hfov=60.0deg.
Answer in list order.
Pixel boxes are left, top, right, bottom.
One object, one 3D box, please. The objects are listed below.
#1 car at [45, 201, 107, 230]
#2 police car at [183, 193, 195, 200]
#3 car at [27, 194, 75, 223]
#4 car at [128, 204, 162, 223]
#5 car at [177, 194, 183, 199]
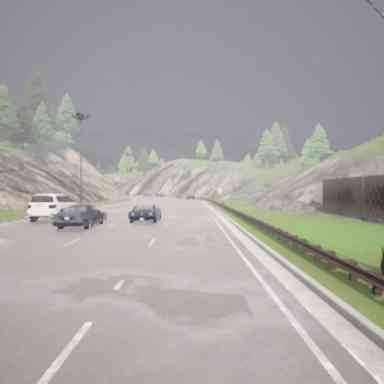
[{"bbox_3d":[-6.871,1.489,20.787,2.033,1.411,5.357,0,0,0],"label":"car"},{"bbox_3d":[-0.393,1.190,83.828,1.930,1.638,5.238,0,0,-8],"label":"police car"},{"bbox_3d":[-10.348,1.150,25.272,2.150,2.045,5.566,0,0,0],"label":"car"},{"bbox_3d":[-3.351,1.532,24.562,1.895,1.301,4.718,0,0,0],"label":"car"},{"bbox_3d":[-2.206,1.192,93.954,1.801,1.575,5.366,0,0,-12],"label":"car"}]
